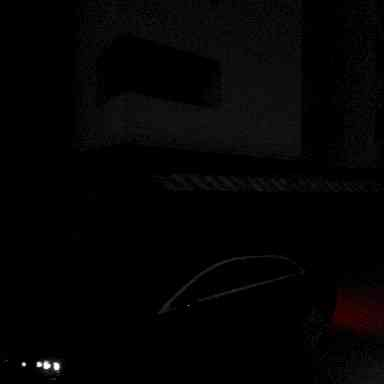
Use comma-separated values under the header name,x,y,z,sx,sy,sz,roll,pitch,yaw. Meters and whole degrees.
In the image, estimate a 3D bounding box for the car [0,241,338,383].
name,x,y,z,sx,sy,sz,roll,pitch,yaw
car,0.052,1.511,4.641,4.902,1.511,2.128,0,0,-35
